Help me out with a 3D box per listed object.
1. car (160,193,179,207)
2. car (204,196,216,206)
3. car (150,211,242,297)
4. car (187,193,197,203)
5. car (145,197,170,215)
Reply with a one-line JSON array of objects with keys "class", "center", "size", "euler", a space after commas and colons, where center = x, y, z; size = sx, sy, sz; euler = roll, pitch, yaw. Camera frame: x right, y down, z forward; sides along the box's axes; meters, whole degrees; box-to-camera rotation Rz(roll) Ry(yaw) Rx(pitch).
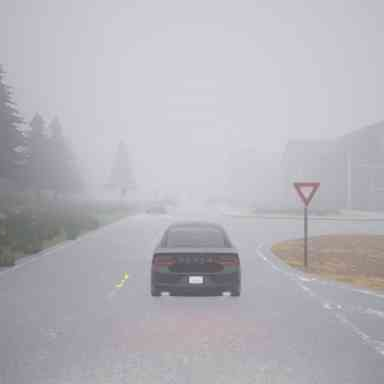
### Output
[{"class": "car", "center": [-3.573, 1.220, 50.917], "size": [2.150, 2.045, 5.566], "euler": [0, 0, 0]}, {"class": "car", "center": [2.989, 1.453, 55.703], "size": [1.816, 1.474, 4.193], "euler": [-6, 0, -2]}, {"class": "car", "center": [0.084, 1.477, 8.632], "size": [1.882, 1.535, 5.008], "euler": [0, 0, 0]}, {"class": "car", "center": [0.021, 1.545, 67.255], "size": [2.033, 1.411, 5.357], "euler": [0, 0, 0]}, {"class": "car", "center": [-3.585, 1.525, 34.080], "size": [1.812, 1.442, 4.674], "euler": [0, 0, 0]}]
